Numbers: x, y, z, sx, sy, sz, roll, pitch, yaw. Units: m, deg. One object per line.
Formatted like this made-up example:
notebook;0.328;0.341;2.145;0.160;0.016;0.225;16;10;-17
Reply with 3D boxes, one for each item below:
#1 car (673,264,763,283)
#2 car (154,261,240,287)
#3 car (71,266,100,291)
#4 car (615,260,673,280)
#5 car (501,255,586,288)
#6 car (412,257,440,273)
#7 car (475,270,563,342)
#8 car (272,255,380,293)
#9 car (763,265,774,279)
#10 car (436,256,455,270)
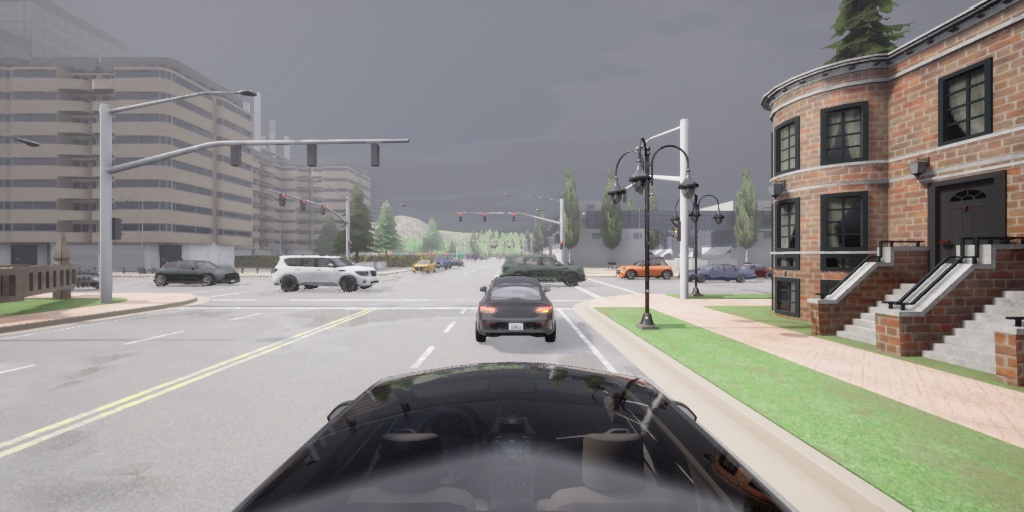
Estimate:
car;15.629;1.297;27.404;5.357;1.411;2.033;0;0;-1
car;-21.002;1.102;24.074;4.553;1.767;2.097;0;0;0
car;-26.043;1.241;20.582;4.902;1.511;2.128;0;0;0
car;11.326;1.102;30.897;4.553;1.767;2.097;0;0;-1
car;2.004;0.971;23.640;5.566;2.045;2.150;0;0;1
car;-10.637;1.227;43.639;1.882;1.535;5.008;0;0;2
car;0.088;1.276;9.617;1.812;1.442;4.674;0;0;0
car;-10.534;0.972;20.441;5.566;2.045;2.150;0;0;2
car;20.318;1.351;31.029;4.718;1.301;1.895;0;0;-2
car;-10.572;0.970;54.296;2.150;2.045;5.566;0;0;0
